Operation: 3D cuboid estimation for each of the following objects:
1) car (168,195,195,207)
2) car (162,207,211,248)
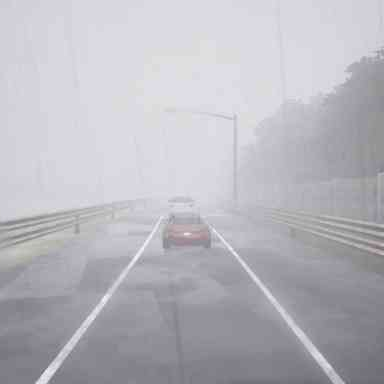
[{"bbox_3d":[-0.948,1.284,29.828,2.150,2.045,5.566,0,0,-2],"label":"car"},{"bbox_3d":[-0.260,1.586,14.778,1.994,1.385,4.181,0,0,-2],"label":"car"}]
